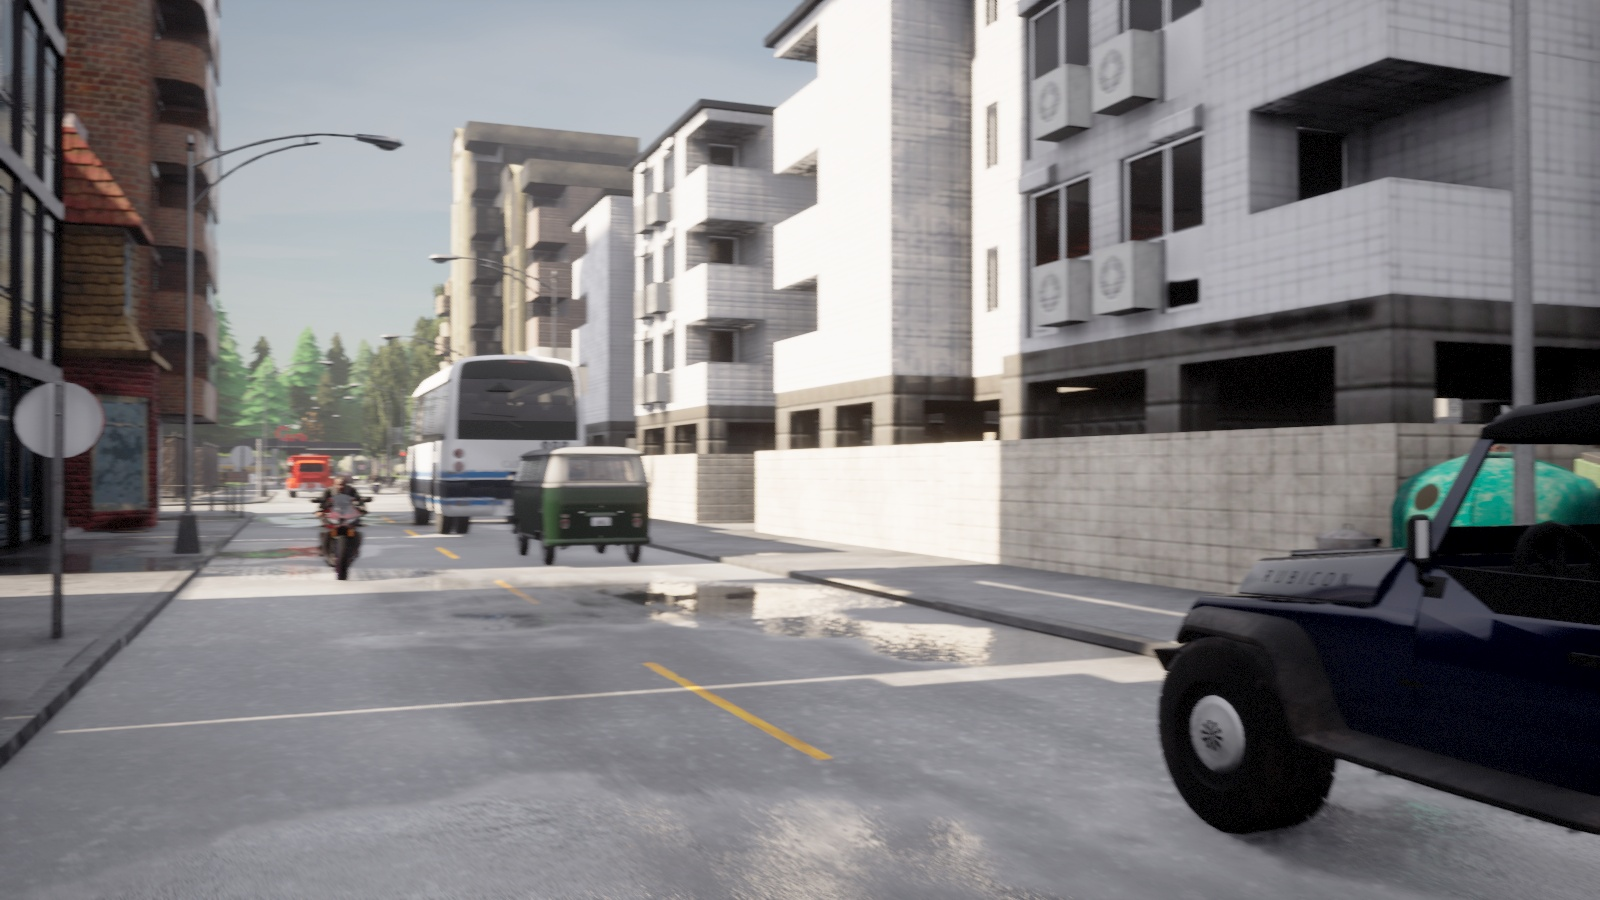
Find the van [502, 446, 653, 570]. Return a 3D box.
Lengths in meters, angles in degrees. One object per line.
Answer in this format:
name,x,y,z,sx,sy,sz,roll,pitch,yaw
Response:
van,-4.078,0.968,22.394,1.775,1.987,4.442,0,-1,-22

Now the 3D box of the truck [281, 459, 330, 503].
truck,-29.134,1.794,74.020,2.627,2.467,5.204,0,-1,-22

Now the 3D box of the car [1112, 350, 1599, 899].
car,3.033,0.657,4.553,1.905,1.878,3.866,0,-1,-18

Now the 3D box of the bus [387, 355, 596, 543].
bus,-8.636,0.067,33.817,3.944,4.253,10.273,0,-1,-22

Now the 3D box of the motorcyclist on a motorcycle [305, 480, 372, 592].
motorcyclist on a motorcycle,-6.834,1.211,18.526,0.866,1.530,2.191,0,-1,-22
